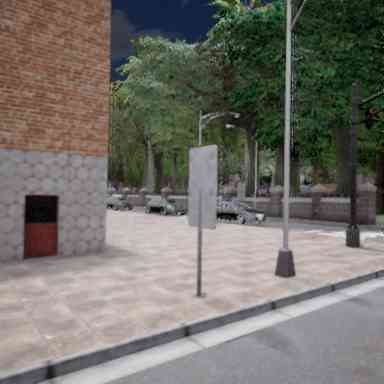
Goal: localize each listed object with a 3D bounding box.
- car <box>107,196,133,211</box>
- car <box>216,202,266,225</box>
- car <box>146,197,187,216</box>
[{"bbox_3d":[-8.748,1.301,39.672,2.097,1.767,4.553,2,-1,-36],"label":"car"},{"bbox_3d":[2.984,1.450,23.386,2.128,1.511,4.902,2,-1,-36],"label":"car"},{"bbox_3d":[-2.402,1.306,30.853,2.097,1.767,4.553,2,-1,-36],"label":"car"}]
